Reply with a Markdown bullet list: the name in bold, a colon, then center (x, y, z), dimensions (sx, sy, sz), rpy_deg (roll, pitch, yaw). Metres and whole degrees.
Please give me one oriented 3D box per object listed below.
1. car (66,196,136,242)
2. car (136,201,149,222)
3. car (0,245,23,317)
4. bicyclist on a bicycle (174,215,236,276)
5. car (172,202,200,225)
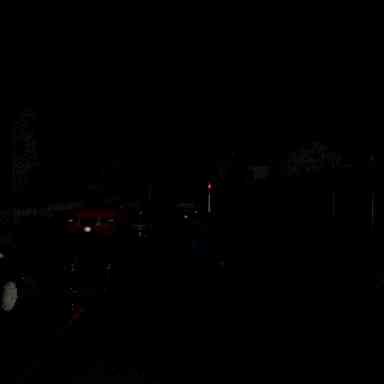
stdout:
- **car**: center (-4.474, 1.220, 16.835), dimensions (2.150, 2.045, 5.566), rpy_deg (0, 0, -1)
- **car**: center (-4.622, 1.476, 26.711), dimensions (1.882, 1.535, 5.008), rpy_deg (0, 0, -1)
- **car**: center (-4.187, 1.505, 4.641), dimensions (1.837, 1.490, 4.892), rpy_deg (0, 0, -1)
- **bicyclist on a bicycle**: center (0.337, 1.429, 8.827), dimensions (1.656, 1.620, 0.582), rpy_deg (-1, 0, -1)
- **car**: center (-0.467, 1.476, 24.361), dimensions (1.882, 1.535, 5.008), rpy_deg (0, 0, -2)
